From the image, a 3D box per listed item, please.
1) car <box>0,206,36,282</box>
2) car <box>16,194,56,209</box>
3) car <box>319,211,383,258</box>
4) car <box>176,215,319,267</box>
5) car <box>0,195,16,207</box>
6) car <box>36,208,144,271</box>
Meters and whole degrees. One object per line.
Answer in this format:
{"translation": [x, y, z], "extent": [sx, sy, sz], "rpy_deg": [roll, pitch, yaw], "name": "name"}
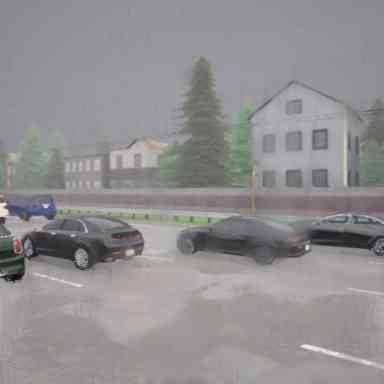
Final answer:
{"translation": [-6.272, 1.335, 8.465], "extent": [4.553, 1.767, 2.097], "rpy_deg": [0, 0, 36], "name": "car"}
{"translation": [-12.958, 1.178, 26.136], "extent": [5.566, 2.045, 2.150], "rpy_deg": [0, 0, 36], "name": "car"}
{"translation": [5.845, 1.488, 12.709], "extent": [4.902, 1.511, 2.128], "rpy_deg": [0, 0, 36], "name": "car"}
{"translation": [1.616, 1.516, 11.423], "extent": [4.674, 1.442, 1.812], "rpy_deg": [0, 0, 35], "name": "car"}
{"translation": [-15.031, 1.178, 23.315], "extent": [5.566, 2.045, 2.150], "rpy_deg": [0, 0, 36], "name": "car"}
{"translation": [-3.740, 1.489, 10.958], "extent": [4.892, 1.490, 1.837], "rpy_deg": [0, 0, 36], "name": "car"}
